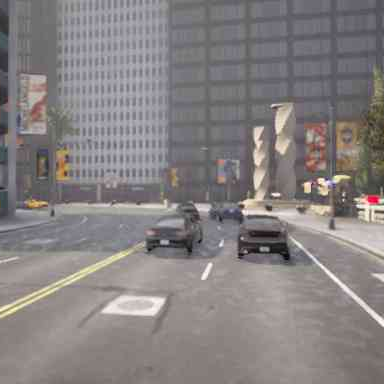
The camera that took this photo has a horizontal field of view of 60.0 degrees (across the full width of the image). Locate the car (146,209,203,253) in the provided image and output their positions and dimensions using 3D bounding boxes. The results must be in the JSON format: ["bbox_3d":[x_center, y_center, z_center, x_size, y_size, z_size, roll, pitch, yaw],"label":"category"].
[{"bbox_3d":[-0.654,1.665,14.282,1.812,1.442,4.674,0,0,8],"label":"car"}]

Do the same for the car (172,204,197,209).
[{"bbox_3d":[-0.582,1.792,29.290,1.837,1.490,4.892,0,0,-11],"label":"car"}]

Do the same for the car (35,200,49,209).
[{"bbox_3d":[-26.686,2.027,56.750,5.008,1.535,1.882,-1,-1,24],"label":"car"}]

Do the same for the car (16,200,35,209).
[{"bbox_3d":[-28.463,2.013,53.727,4.902,1.511,2.128,0,-1,23],"label":"car"}]

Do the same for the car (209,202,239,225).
[{"bbox_3d":[2.901,1.640,29.662,2.097,1.767,4.553,0,-1,-10],"label":"car"}]

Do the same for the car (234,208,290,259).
[{"bbox_3d":[2.741,1.638,13.335,1.837,1.490,4.892,0,0,8],"label":"car"}]
